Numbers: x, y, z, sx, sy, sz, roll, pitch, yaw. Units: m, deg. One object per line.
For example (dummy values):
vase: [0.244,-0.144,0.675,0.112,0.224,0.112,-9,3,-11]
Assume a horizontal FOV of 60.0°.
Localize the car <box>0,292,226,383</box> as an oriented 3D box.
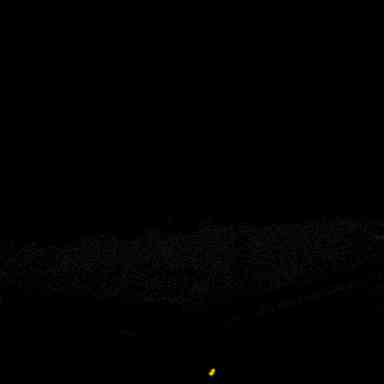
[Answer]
car: [-1.866,1.526,2.048,4.674,1.442,1.812,0,0,-36]
